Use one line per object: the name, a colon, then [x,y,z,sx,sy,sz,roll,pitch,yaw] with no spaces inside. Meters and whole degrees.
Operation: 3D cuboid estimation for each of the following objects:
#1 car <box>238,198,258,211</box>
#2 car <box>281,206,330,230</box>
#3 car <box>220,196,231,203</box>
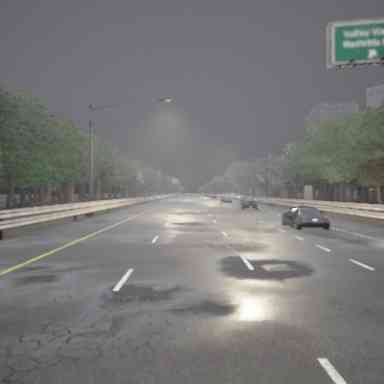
car: [7.000,1.510,41.792,1.837,1.490,4.892,0,0,0]
car: [7.000,1.568,20.906,1.994,1.385,4.181,0,0,0]
car: [7.005,1.570,69.601,1.994,1.385,4.181,0,0,0]
